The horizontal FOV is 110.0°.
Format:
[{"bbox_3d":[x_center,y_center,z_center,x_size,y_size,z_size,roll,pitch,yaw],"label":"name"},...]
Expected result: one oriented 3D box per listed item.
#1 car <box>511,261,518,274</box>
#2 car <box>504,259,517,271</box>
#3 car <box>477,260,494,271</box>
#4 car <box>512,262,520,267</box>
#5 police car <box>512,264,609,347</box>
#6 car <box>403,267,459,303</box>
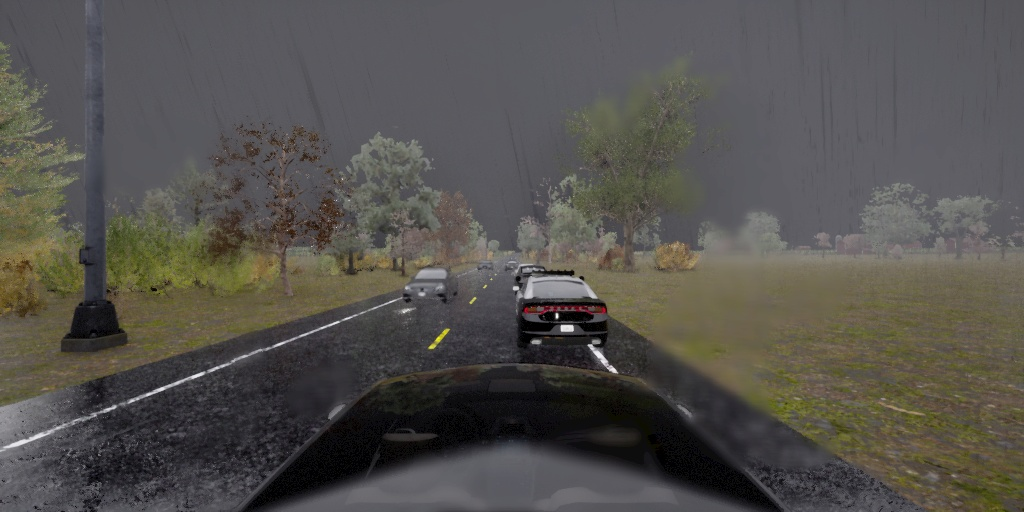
[{"bbox_3d":[1.058,1.265,25.307,1.812,1.442,4.674,0,0,0],"label":"car"},{"bbox_3d":[0.051,1.238,47.420,1.812,1.442,4.674,0,0,1],"label":"car"},{"bbox_3d":[-3.483,1.275,47.748,1.994,1.385,4.181,0,0,0],"label":"car"},{"bbox_3d":[1.056,1.248,19.306,1.837,1.490,4.892,0,0,0],"label":"car"},{"bbox_3d":[1.053,1.173,9.415,1.930,1.638,5.238,0,0,0],"label":"police car"},{"bbox_3d":[-3.594,1.270,16.653,1.812,1.442,4.674,0,0,0],"label":"car"}]
